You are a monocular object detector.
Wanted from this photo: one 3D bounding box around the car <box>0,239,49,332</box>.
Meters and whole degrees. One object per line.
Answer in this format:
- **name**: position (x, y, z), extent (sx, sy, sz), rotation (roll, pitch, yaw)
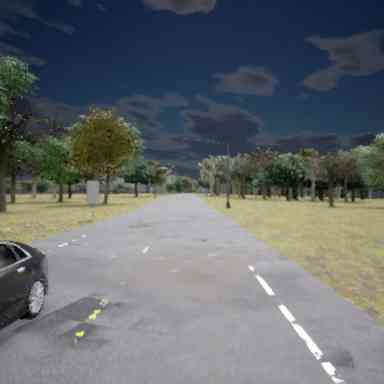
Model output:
- **car**: position (-3.591, 1.448, 4.389), extent (1.837, 1.490, 4.892), rotation (1, 0, 0)
